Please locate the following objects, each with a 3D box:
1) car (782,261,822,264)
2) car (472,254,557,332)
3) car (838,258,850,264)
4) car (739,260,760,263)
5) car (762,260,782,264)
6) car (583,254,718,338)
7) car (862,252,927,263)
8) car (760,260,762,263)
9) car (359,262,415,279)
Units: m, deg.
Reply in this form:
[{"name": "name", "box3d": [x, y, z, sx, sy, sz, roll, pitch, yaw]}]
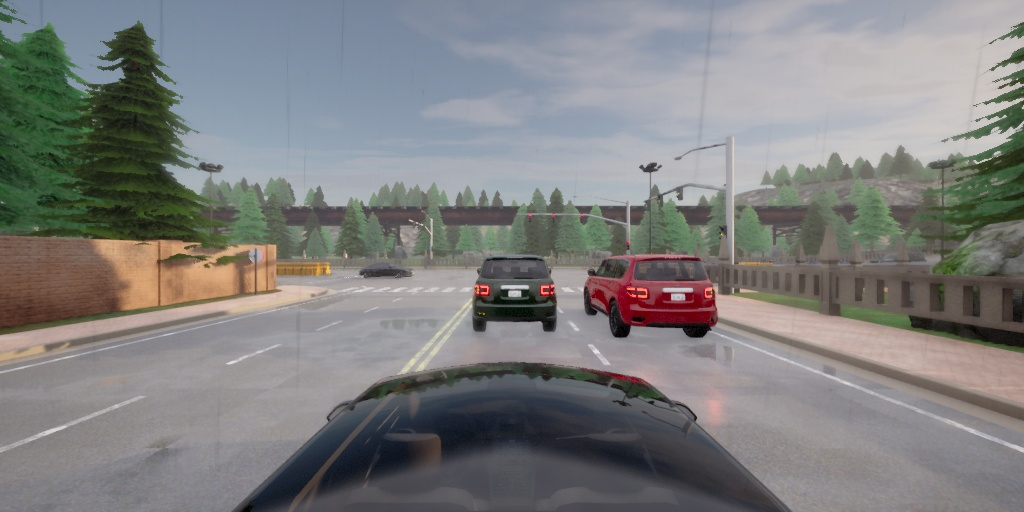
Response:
[{"name": "car", "box3d": [34.747, 1.302, 42.021, 4.181, 1.385, 1.994, 0, 0, 0]}, {"name": "car", "box3d": [0.071, 0.971, 11.021, 2.150, 2.045, 5.566, 0, 0, 0]}, {"name": "car", "box3d": [41.762, 1.081, 45.505, 4.902, 1.511, 2.128, -2, 0, 0]}, {"name": "car", "box3d": [18.501, 1.275, 31.386, 4.674, 1.442, 1.812, 0, 0, 0]}, {"name": "car", "box3d": [31.383, 1.297, 45.541, 5.357, 1.411, 2.033, 0, 0, 0]}, {"name": "car", "box3d": [3.571, 0.971, 10.344, 2.150, 2.045, 5.566, 0, 0, 0]}, {"name": "car", "box3d": [45.143, 0.669, 42.006, 5.566, 2.045, 2.150, -3, 0, -1]}, {"name": "car", "box3d": [25.834, 1.241, 42.051, 4.902, 1.511, 2.128, 0, 0, 0]}, {"name": "car", "box3d": [-10.983, 1.275, 31.555, 4.674, 1.442, 1.812, 0, 0, 0]}]
